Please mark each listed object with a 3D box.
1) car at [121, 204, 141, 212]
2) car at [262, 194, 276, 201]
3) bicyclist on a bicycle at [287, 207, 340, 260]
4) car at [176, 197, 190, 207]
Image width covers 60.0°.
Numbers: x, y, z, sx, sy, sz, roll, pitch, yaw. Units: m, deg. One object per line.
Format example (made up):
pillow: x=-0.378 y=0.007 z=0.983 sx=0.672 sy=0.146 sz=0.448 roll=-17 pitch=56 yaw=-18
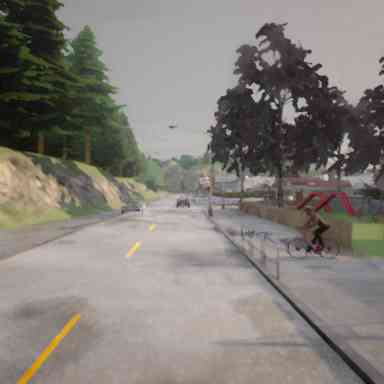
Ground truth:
car: x=-4.794 y=1.173 z=28.014 sx=1.895 sy=1.301 sz=4.718 roll=0 pitch=0 yaw=-2
car: x=14.018 y=1.069 z=61.394 sx=1.994 sy=1.381 sz=4.181 roll=0 pitch=0 yaw=-2
bicyclist on a bicycle: x=3.762 y=1.300 z=10.289 sx=1.656 sy=1.620 sz=0.582 roll=1 pitch=0 yaw=-2
car: x=-1.279 y=1.421 z=47.806 sx=1.812 sy=1.442 sz=4.674 roll=0 pitch=0 yaw=-2
